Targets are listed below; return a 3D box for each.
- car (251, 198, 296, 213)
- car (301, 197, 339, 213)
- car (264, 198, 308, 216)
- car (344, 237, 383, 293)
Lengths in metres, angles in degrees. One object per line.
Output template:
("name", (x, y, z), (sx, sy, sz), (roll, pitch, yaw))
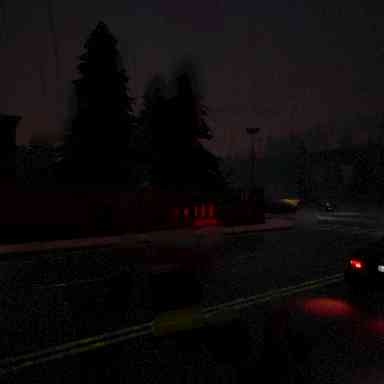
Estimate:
("car", (9.264, 1.477, 38.042), (1.882, 1.535, 5.008), (0, 0, -35))
("car", (14.048, 1.351, 37.330), (2.097, 1.767, 4.553), (0, 0, -35))
("car", (8.598, 1.601, 32.909), (1.895, 1.301, 4.718), (0, 0, -35))
("car", (5.788, 1.547, 7.900), (5.357, 1.411, 2.033), (0, 0, -35))
